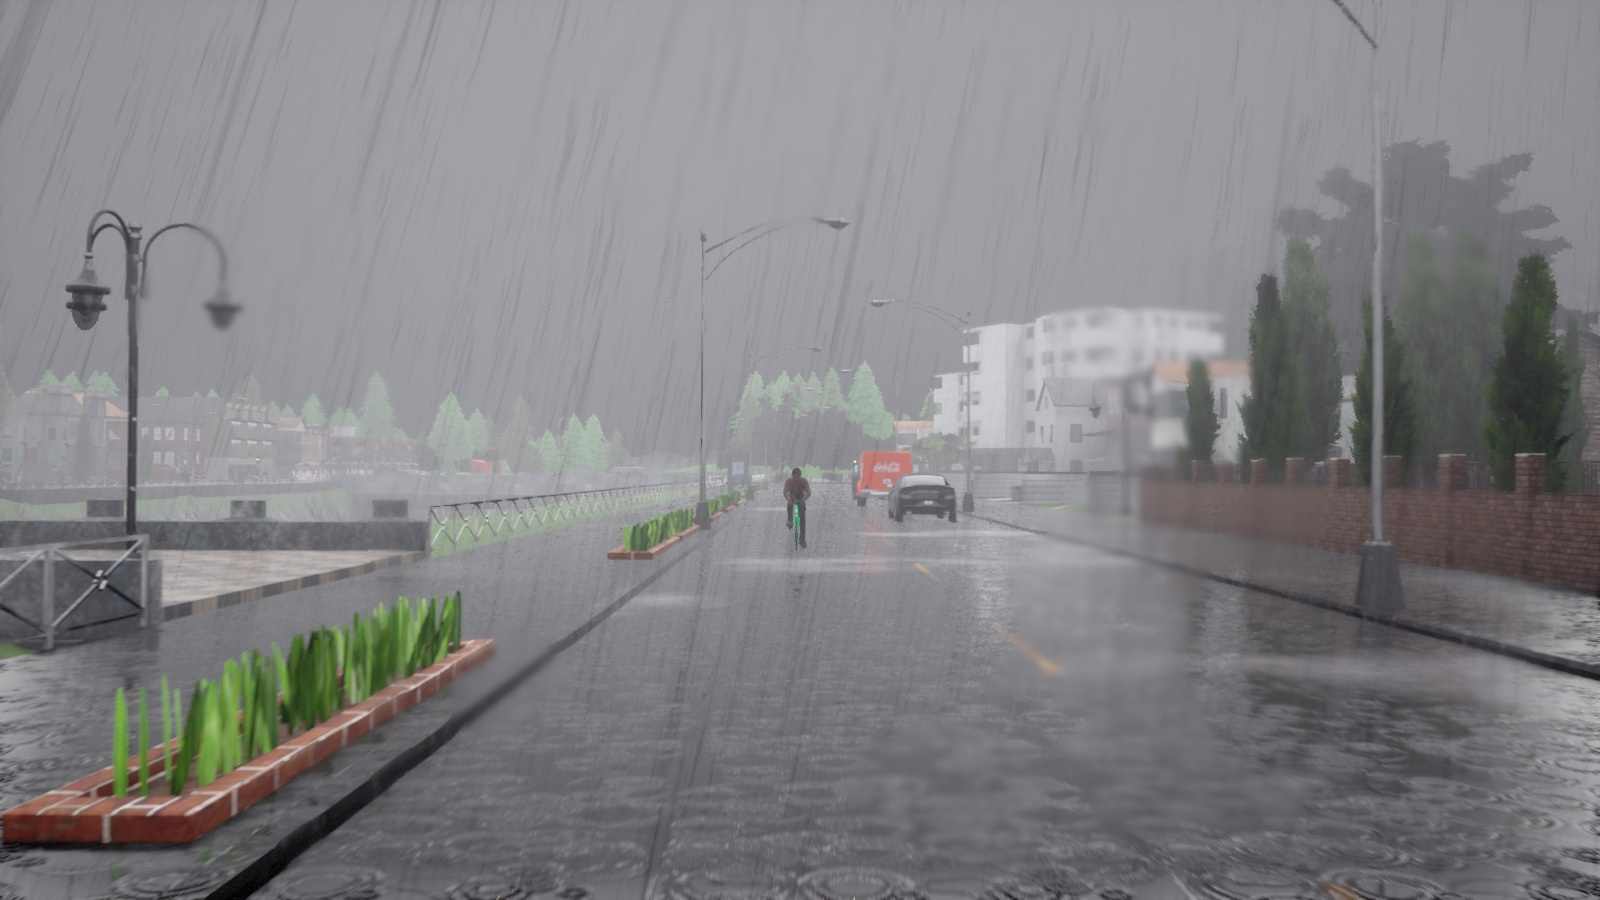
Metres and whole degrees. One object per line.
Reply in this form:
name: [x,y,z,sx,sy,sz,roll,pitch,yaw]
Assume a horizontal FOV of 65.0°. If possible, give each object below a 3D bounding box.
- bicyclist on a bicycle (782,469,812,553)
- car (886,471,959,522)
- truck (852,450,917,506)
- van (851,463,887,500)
bicyclist on a bicycle: [-0.059,1.187,25.028,0.582,1.620,1.656,0,-1,0]
car: [3.904,1.459,40.747,1.882,1.535,5.008,0,-1,0]
truck: [3.861,1.287,58.241,2.627,2.467,5.204,0,-1,0]
van: [3.834,1.727,70.190,1.775,1.987,4.442,0,-1,0]
